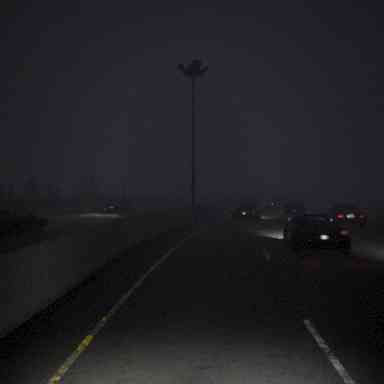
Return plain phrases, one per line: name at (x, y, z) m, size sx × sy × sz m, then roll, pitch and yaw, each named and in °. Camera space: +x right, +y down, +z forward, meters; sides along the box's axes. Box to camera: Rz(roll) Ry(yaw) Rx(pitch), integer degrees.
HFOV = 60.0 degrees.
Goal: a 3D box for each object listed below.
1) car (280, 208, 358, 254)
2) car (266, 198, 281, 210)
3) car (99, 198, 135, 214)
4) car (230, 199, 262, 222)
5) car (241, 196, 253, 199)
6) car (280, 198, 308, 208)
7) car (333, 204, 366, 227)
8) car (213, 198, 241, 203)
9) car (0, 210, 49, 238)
car at (4.963, 1.557, 13.646) m, size 1.994 × 1.385 × 4.181 m, roll 0°, pitch 0°, yaw 9°
car at (10.603, 1.470, 41.618) m, size 2.163 × 1.488 × 4.792 m, roll 0°, pitch 0°, yaw 26°
car at (-7.741, 1.429, 34.790) m, size 1.837 × 1.490 × 4.892 m, roll 0°, pitch 0°, yaw 20°
car at (4.421, 1.535, 26.424) m, size 1.994 × 1.385 × 4.181 m, roll 0°, pitch 0°, yaw 17°
car at (9.687, 1.460, 60.511) m, size 1.812 × 1.442 × 4.674 m, roll 0°, pitch 0°, yaw 36°
car at (9.671, 1.458, 31.010) m, size 1.882 × 1.535 × 5.008 m, roll 0°, pitch 0°, yaw 20°
car at (10.567, 1.543, 22.959) m, size 2.033 × 1.411 × 5.357 m, roll 0°, pitch 0°, yaw 16°
car at (4.560, 1.490, 45.600) m, size 2.033 × 1.411 × 5.357 m, roll 0°, pitch 0°, yaw 28°
car at (-9.069, 1.550, 15.987) m, size 1.895 × 1.301 × 4.718 m, roll 0°, pitch 0°, yaw 10°
